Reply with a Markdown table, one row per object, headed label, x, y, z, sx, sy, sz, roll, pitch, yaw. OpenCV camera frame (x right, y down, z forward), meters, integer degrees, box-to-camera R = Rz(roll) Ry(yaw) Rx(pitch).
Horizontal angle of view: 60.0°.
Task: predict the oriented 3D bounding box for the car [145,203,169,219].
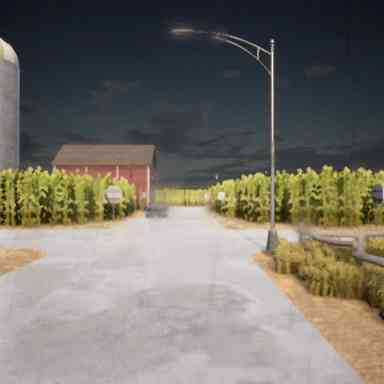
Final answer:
| label | x | y | z | sx | sy | sz | roll | pitch | yaw |
| --- | --- | --- | --- | --- | --- | --- | --- | --- | --- |
| car | -3.107 | 1.739 | 30.857 | 2.033 | 1.411 | 5.357 | 0 | -1 | 0 |
